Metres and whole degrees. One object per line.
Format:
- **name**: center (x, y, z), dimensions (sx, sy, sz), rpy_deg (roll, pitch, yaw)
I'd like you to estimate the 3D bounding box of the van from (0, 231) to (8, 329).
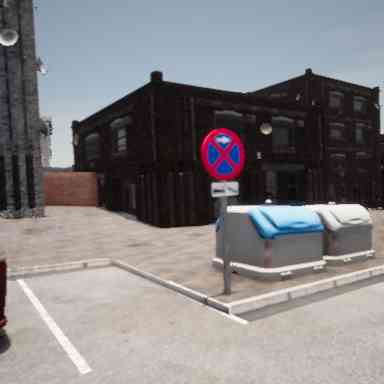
- **van**: center (-4.526, 1.251, 5.919), dimensions (1.878, 1.987, 4.442), rpy_deg (1, 0, -35)
